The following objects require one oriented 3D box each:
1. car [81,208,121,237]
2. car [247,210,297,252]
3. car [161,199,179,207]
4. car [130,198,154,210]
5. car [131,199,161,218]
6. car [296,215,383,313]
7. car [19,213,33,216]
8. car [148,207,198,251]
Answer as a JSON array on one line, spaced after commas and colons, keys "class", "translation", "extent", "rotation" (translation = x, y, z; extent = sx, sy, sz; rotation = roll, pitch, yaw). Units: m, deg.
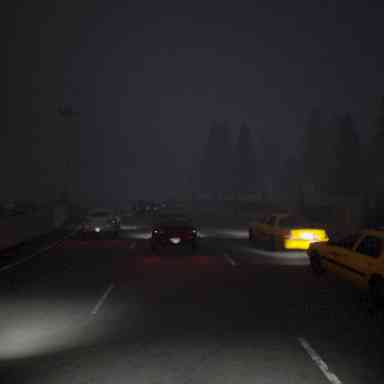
[{"class": "car", "translation": [-4.994, 1.622, 18.601], "extent": [1.812, 1.442, 4.674], "rotation": [0, 0, -9]}, {"class": "car", "translation": [3.815, 1.548, 14.286], "extent": [1.801, 1.575, 5.366], "rotation": [0, 0, -7]}, {"class": "car", "translation": [-3.088, 1.573, 39.010], "extent": [2.097, 1.767, 4.553], "rotation": [0, 0, -20]}, {"class": "car", "translation": [-7.489, 1.748, 49.567], "extent": [1.882, 1.535, 5.008], "rotation": [0, 0, -29]}, {"class": "car", "translation": [-4.685, 1.530, 32.453], "extent": [2.097, 1.767, 4.553], "rotation": [0, 0, -16]}, {"class": "car", "translation": [4.378, 1.512, 7.730], "extent": [1.801, 1.575, 5.366], "rotation": [0, 0, -3]}, {"class": "car", "translation": [-15.136, 1.688, 30.348], "extent": [2.033, 1.411, 5.357], "rotation": [0, 0, -18]}, {"class": "car", "translation": [-0.855, 1.608, 14.445], "extent": [1.812, 1.442, 4.674], "rotation": [0, 0, -7]}]
